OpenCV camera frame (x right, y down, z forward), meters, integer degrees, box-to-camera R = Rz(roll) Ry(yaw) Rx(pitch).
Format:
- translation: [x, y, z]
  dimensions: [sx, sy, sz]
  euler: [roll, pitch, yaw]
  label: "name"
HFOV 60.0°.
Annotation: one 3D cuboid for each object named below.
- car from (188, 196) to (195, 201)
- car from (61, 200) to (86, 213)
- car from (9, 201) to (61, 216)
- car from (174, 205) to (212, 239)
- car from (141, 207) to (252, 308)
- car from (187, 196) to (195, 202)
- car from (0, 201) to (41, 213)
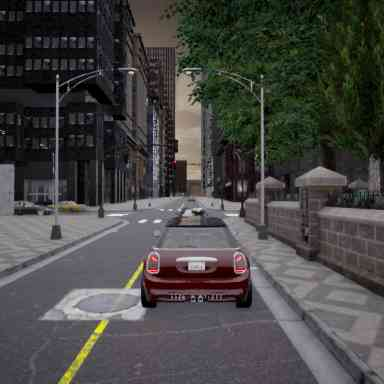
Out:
- translation: [-0.195, 1.712, 90.140]
  dimensions: [1.812, 1.442, 4.674]
  euler: [0, 0, 0]
  label: "car"
- translation: [-14.852, 1.676, 38.680]
  dimensions: [4.829, 1.417, 1.752]
  euler: [0, -1, 0]
  label: "car"
- translation: [-14.702, 1.518, 30.156]
  dimensions: [4.403, 1.369, 2.008]
  euler: [0, -1, 0]
  label: "car"
- translation: [0.059, 1.542, 18.228]
  dimensions: [1.812, 1.442, 4.674]
  euler: [0, 0, 0]
  label: "car"
- translation: [0.081, 1.357, 8.102]
  dimensions: [2.097, 1.767, 4.553]
  euler: [0, 0, 0]
  label: "car"
- translation: [-0.172, 1.732, 79.721]
  dimensions: [2.033, 1.411, 5.357]
  euler: [0, 0, 0]
  label: "car"
- translation: [-20.195, 1.708, 38.697]
  dimensions: [4.403, 1.369, 2.008]
  euler: [0, -1, 0]
  label: "car"
